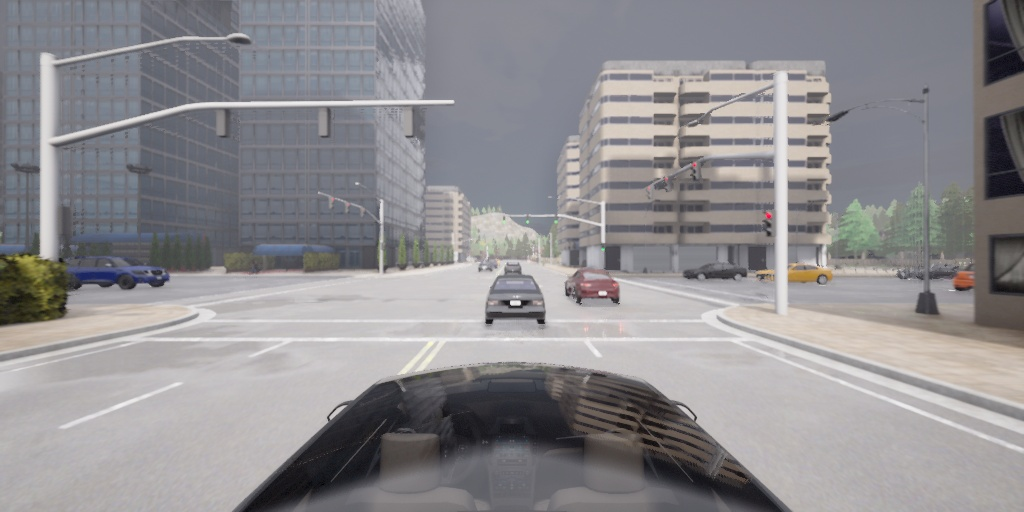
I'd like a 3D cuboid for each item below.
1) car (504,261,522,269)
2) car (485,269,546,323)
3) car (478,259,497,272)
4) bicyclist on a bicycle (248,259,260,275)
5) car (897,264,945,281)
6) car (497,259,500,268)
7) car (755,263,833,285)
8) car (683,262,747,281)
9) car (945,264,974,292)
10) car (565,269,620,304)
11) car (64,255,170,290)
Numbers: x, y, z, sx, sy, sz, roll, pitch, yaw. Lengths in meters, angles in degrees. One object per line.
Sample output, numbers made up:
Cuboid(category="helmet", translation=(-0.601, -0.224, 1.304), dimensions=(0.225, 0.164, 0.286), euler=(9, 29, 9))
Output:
Cuboid(category="car", translation=(0.107, 1.360, 40.737), dimensions=(2.128, 1.511, 4.902), euler=(0, 0, 0))
Cuboid(category="car", translation=(0.097, 1.330, 12.221), dimensions=(2.033, 1.411, 5.357), euler=(0, 0, 0))
Cuboid(category="car", translation=(-3.568, 1.385, 48.935), dimensions=(2.128, 1.511, 4.902), euler=(0, 0, 0))
Cuboid(category="bicyclist on a bicycle", translation=(-26.635, 1.159, 37.030), dimensions=(0.582, 1.620, 1.656), euler=(0, 0, -1))
Cuboid(category="car", translation=(35.498, 1.362, 30.322), dimensions=(4.674, 1.442, 1.812), euler=(0, 0, 0))
Cuboid(category="car", translation=(-3.541, 1.282, 60.756), dimensions=(2.097, 1.767, 4.553), euler=(0, 0, 1))
Cuboid(category="car", translation=(20.915, 1.304, 26.715), dimensions=(5.008, 1.535, 1.882), euler=(0, 0, -1))
Cuboid(category="car", translation=(17.002, 1.314, 30.174), dimensions=(5.008, 1.535, 1.882), euler=(0, 0, -2))
Cuboid(category="car", translation=(27.315, 1.156, 19.589), dimensions=(4.553, 1.767, 2.097), euler=(0, 0, 0))
Cuboid(category="car", translation=(3.601, 1.321, 16.536), dimensions=(1.812, 1.442, 4.674), euler=(0, 0, 0))
Cuboid(category="car", translation=(-24.988, 1.036, 22.564), dimensions=(5.566, 2.045, 2.150), euler=(0, 0, -1))
